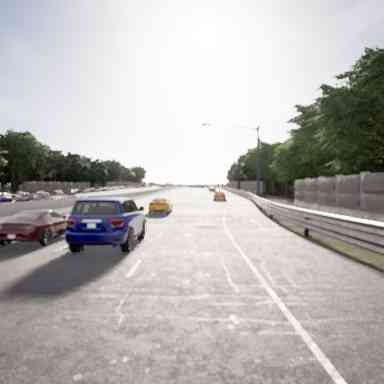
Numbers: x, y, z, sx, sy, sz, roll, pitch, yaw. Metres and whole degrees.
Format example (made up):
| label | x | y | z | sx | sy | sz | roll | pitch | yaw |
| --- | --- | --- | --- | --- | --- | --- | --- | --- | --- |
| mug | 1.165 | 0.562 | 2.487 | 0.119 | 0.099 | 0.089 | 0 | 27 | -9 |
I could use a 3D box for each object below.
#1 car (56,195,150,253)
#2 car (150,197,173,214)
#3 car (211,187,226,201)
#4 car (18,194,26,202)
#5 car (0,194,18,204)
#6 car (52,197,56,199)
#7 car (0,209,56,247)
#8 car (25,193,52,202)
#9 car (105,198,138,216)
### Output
| label | x | y | z | sx | sy | sz | roll | pitch | yaw |
| --- | --- | --- | --- | --- | --- | --- | --- | --- | --- |
| car | -3.300 | 1.192 | 13.722 | 2.150 | 2.045 | 5.566 | 0 | 0 | 1 |
| car | -2.934 | 1.215 | 31.764 | 1.882 | 1.535 | 5.008 | 0 | 1 | 2 |
| car | 4.722 | 0.573 | 57.309 | 2.097 | 1.767 | 4.553 | 0 | 1 | 3 |
| car | -23.572 | 0.956 | 48.352 | 1.837 | 1.490 | 4.892 | 0 | 2 | 2 |
| car | -26.460 | 1.035 | 45.835 | 1.812 | 1.442 | 4.674 | 0 | 1 | -1 |
| car | -16.697 | 1.077 | 45.058 | 1.994 | 1.385 | 4.181 | 0 | 1 | 2 |
| car | -6.782 | 1.486 | 14.867 | 1.812 | 1.442 | 4.674 | 0 | 0 | 1 |
| car | -20.193 | 1.078 | 45.185 | 1.994 | 1.385 | 4.181 | 0 | 1 | 2 |
| car | -6.456 | 1.317 | 30.905 | 1.994 | 1.385 | 4.181 | 0 | 1 | 2 |
